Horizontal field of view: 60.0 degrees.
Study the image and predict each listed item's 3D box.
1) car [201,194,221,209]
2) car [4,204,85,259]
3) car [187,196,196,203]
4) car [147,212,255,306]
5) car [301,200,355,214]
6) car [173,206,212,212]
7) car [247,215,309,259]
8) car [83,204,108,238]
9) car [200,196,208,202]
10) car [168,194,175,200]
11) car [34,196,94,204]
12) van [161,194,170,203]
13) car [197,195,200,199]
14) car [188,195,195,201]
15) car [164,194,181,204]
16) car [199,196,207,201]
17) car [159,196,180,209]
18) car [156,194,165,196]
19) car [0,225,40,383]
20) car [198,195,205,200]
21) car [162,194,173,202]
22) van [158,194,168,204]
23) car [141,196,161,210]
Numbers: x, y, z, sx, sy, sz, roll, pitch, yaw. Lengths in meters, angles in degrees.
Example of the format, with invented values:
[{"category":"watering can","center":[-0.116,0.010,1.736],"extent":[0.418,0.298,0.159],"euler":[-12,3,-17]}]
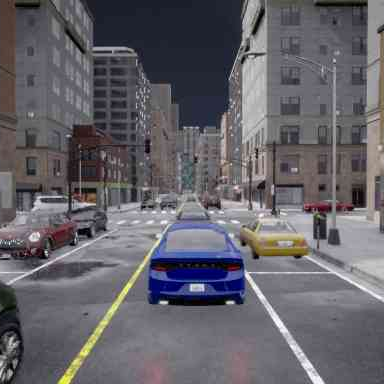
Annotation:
[{"category":"car","center":[2.775,1.350,44.598],"extent":[2.192,1.841,5.009],"euler":[-1,0,0]},{"category":"car","center":[-5.697,1.442,12.215],"extent":[1.967,1.590,4.097],"euler":[-1,0,0]},{"category":"car","center":[-0.117,1.579,74.028],"extent":[2.128,1.511,4.902],"euler":[0,0,0]},{"category":"car","center":[0.084,1.478,8.135],"extent":[1.882,1.535,5.008],"euler":[0,0,0]},{"category":"car","center":[13.307,1.458,32.857],"extent":[4.718,1.301,1.895],"euler":[-1,1,-1]},{"category":"car","center":[0.073,1.605,17.498],"extent":[1.895,1.301,4.718],"euler":[0,0,0]},{"category":"car","center":[2.828,1.527,12.400],"extent":[1.752,1.417,4.829],"euler":[-1,0,0]},{"category":"car","center":[-5.705,1.571,17.712],"extent":[1.947,1.339,4.313],"euler":[-1,0,0]},{"category":"car","center":[2.733,1.590,78.284],"extent":[1.752,1.417,4.829],"euler":[-1,0,0]},{"category":"car","center":[-5.828,1.513,94.857],"extent":[1.967,1.590,4.097],"euler":[-1,0,0]},{"category":"car","center":[-11.035,1.342,29.191],"extent":[5.566,2.045,2.150],"euler":[-1,0,4]},{"category":"van","center":[-5.794,1.402,72.515],"extent":[1.690,1.788,3.998],"euler":[-1,0,0]},{"category":"car","center":[2.745,1.372,66.942],"extent":[2.192,1.841,5.009],"euler":[-1,0,0]},{"category":"car","center":[-0.134,1.537,84.480],"extent":[1.895,1.301,4.718],"euler":[0,0,0]},{"category":"car","center":[-3.175,1.552,55.229],"extent":[1.837,1.490,4.892],"euler":[0,0,0]},{"category":"car","center":[2.726,1.633,83.699],"extent":[1.947,1.339,4.313],"euler":[-1,0,0]},{"category":"car","center":[-3.167,1.584,45.331],"extent":[2.033,1.411,5.357],"euler":[0,0,0]},{"category":"car","center":[-5.765,1.572,55.587],"extent":[1.752,1.417,4.829],"euler":[-1,0,0]},{"category":"car","center":[-3.104,1.352,2.142],"extent":[2.097,1.767,4.553],"euler":[0,0,0]},{"category":"car","center":[2.711,1.623,94.871],"extent":[2.008,1.369,4.403],"euler":[-1,0,0]},{"category":"car","center":[-5.803,1.379,78.101],"extent":[2.192,1.841,5.009],"euler":[-1,0,0]},{"category":"van","center":[-5.785,1.398,66.929],"extent":[1.690,1.788,3.998],"euler":[-1,0,0]},{"category":"car","center":[-5.748,1.601,44.585],"extent":[1.947,1.339,4.313],"euler":[-1,0,0]}]
